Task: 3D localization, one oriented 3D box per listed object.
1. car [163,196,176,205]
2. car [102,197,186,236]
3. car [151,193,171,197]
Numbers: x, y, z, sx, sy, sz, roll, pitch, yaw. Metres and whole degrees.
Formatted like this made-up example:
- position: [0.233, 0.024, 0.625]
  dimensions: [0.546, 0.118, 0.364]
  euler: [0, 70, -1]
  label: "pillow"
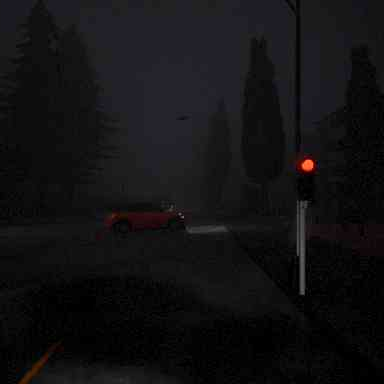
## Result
- position: [-4.086, 1.547, 61.943]
  dimensions: [2.033, 1.411, 5.357]
  euler: [0, 0, 0]
  label: "car"
- position: [-2.637, 1.351, 18.692]
  dimensions: [4.553, 1.767, 2.097]
  euler: [0, -1, -28]
  label: "car"
- position: [-4.138, 1.221, 40.804]
  dimensions: [2.150, 2.045, 5.566]
  euler: [0, 0, 0]
  label: "car"
